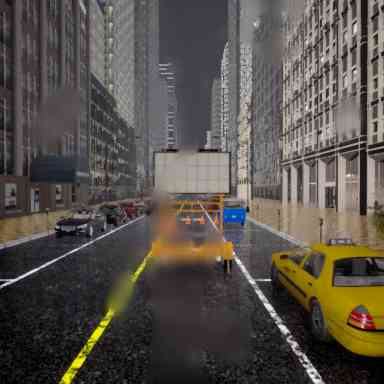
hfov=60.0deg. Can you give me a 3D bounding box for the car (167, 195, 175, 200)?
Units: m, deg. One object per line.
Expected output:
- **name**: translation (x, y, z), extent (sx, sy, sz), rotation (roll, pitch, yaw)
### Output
- **car**: translation (-5.693, 1.501, 91.173), extent (1.752, 1.417, 4.829), rotation (-1, 0, 0)

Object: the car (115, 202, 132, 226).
- **car**: translation (-5.696, 1.560, 23.139), extent (1.947, 1.339, 4.313), rotation (-1, 0, 0)

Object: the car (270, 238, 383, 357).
- **car**: translation (2.683, 1.524, 6.257), extent (1.752, 1.417, 4.829), rotation (-1, 0, 0)

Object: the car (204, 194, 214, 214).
- **car**: translation (2.682, 1.307, 34.506), extent (2.192, 1.841, 5.009), rotation (-1, 0, 0)

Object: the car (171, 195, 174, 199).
- **car**: translation (-5.693, 1.563, 74.291), extent (1.802, 1.307, 4.206), rotation (-1, 0, 0)

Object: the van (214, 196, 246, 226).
- **van**: translation (2.682, 1.336, 23.138), extent (1.690, 1.788, 3.998), rotation (-1, 0, 0)

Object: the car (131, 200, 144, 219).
- **car**: translation (-5.696, 1.538, 28.822), extent (1.887, 1.381, 4.507), rotation (-1, 0, 0)

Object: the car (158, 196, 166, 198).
- **car**: translation (-5.695, 1.539, 51.557), extent (2.008, 1.369, 4.403), rotation (-1, 0, 0)

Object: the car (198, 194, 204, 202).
- **car**: translation (2.687, 1.535, 62.923), extent (2.008, 1.369, 4.403), rotation (-1, 0, 0)

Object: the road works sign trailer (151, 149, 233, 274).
- **road works sign trailer**: translation (0.002, 0.462, 10.487), extent (2.380, 3.560, 2.880), rotation (0, 0, 0)

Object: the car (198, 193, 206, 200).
- **car**: translation (2.686, 1.291, 91.343), extent (2.192, 1.841, 5.009), rotation (-1, 0, 0)

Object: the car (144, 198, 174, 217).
- **car**: translation (-2.999, 1.557, 30.476), extent (1.994, 1.385, 4.181), rotation (0, 0, 0)

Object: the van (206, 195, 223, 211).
- **van**: translation (2.683, 1.332, 40.189), extent (1.690, 1.788, 3.998), rotation (-1, 0, 0)

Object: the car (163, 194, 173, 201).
- **car**: translation (-5.694, 1.420, 79.975), extent (1.967, 1.590, 4.097), rotation (-1, 0, 0)

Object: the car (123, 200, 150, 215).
- **car**: translation (-5.696, 1.543, 34.506), extent (2.008, 1.369, 4.403), rotation (-1, 0, 0)

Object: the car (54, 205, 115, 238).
- **car**: translation (-5.697, 1.547, 17.455), extent (2.008, 1.369, 4.403), rotation (-1, 0, 0)

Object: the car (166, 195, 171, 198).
- **car**: translation (-5.694, 1.535, 62.924), extent (2.008, 1.369, 4.403), rotation (-1, 0, 0)
